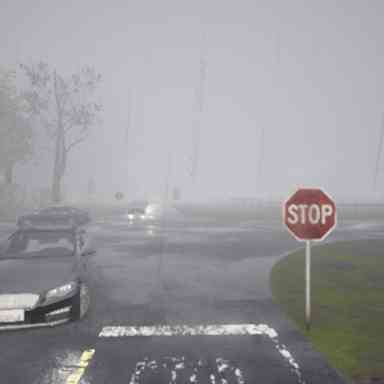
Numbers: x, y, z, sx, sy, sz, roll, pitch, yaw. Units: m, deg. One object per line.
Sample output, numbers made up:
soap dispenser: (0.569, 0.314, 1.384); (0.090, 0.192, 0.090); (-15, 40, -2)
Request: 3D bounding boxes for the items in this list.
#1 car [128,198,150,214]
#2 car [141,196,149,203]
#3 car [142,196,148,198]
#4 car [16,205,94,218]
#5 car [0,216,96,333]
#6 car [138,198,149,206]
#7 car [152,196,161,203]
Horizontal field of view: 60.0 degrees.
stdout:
car: (-6.036, 1.683, 37.025); (2.033, 1.411, 5.357); (0, 0, -5)
car: (-10.445, 1.724, 73.968); (1.837, 1.490, 4.892); (0, 0, -7)
car: (-7.458, 1.709, 48.763); (1.812, 1.442, 4.674); (0, 0, -7)
car: (-9.091, 1.618, 22.128); (4.892, 1.490, 1.837); (0, 0, -3)
car: (-3.121, 1.515, 7.150); (2.128, 1.511, 4.902); (1, 0, -13)
car: (-8.843, 1.834, 60.609); (1.895, 1.301, 4.718); (0, 0, -7)
car: (-8.656, 1.681, 82.011); (2.097, 1.767, 4.553); (0, 0, -7)
